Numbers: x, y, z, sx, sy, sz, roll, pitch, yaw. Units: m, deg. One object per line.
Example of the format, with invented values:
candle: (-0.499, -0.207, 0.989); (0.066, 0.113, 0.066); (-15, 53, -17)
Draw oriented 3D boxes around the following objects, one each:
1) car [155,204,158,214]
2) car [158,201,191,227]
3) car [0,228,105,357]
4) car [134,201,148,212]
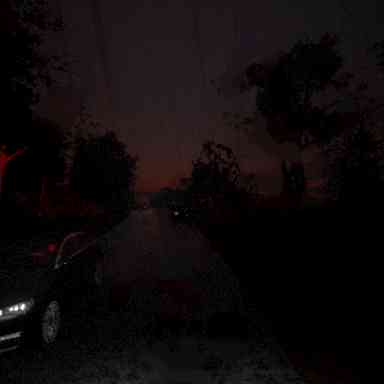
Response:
car: (-3.574, 1.950, 42.390); (1.882, 1.535, 5.008); (0, -1, -9)
car: (-1.277, 1.537, 24.811); (2.097, 1.767, 4.553); (0, -1, -5)
car: (-3.021, 1.511, 6.374); (2.128, 1.511, 4.902); (0, 0, -2)
car: (-7.618, 2.084, 49.494); (1.882, 1.535, 5.008); (0, -2, -9)
